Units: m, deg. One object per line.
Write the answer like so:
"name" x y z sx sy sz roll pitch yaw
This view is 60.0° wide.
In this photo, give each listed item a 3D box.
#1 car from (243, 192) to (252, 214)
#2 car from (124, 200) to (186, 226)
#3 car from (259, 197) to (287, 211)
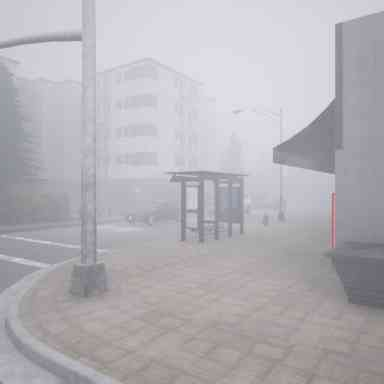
"car" 3.516 1.045 30.388 2.150 2.045 5.566 0 0 36
"car" -2.368 1.328 22.203 1.837 1.490 4.892 0 0 36
"car" 9.456 1.301 38.603 1.882 1.535 5.008 0 0 36
